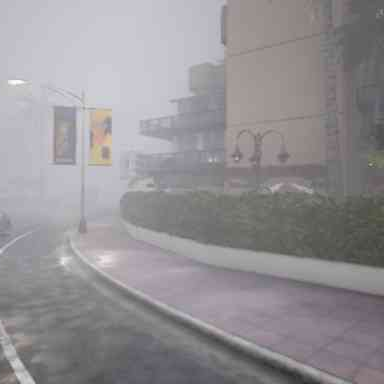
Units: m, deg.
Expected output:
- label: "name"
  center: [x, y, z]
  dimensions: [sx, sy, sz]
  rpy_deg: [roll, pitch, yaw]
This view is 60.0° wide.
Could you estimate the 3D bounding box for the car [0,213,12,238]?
- label: "car"
  center: [-9.694, 1.373, 15.122]
  dimensions: [2.097, 1.767, 4.553]
  rpy_deg: [1, 0, -19]
